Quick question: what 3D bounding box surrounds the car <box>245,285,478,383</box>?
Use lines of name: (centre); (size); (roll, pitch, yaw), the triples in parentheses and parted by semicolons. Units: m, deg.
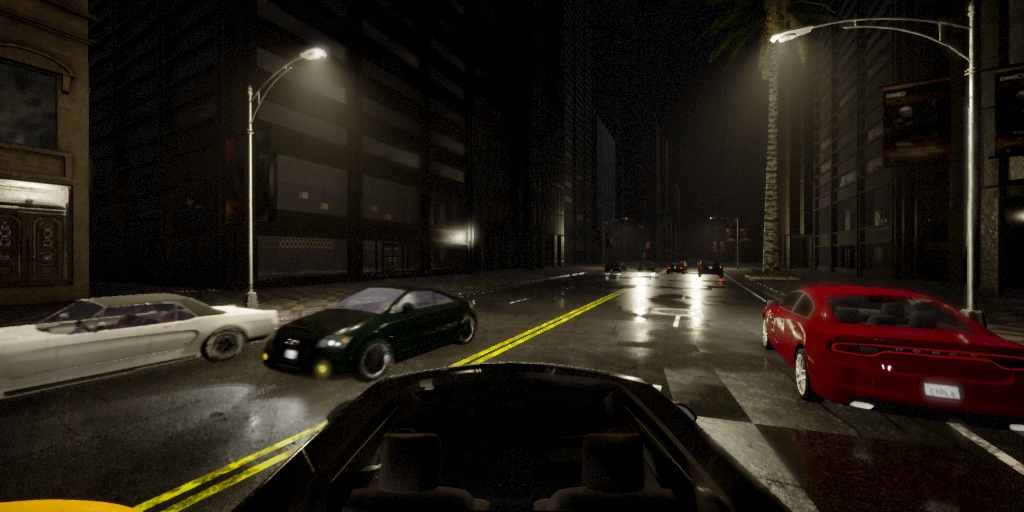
car: (-2.468, 1.314, 7.250); (1.994, 1.385, 4.181); (0, 0, 27)

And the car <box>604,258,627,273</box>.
car: (12.752, 1.317, 43.920); (2.033, 1.411, 5.357); (0, 0, 27)

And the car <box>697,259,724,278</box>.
car: (19.295, 1.118, 34.925); (2.097, 1.767, 4.553); (0, 0, 27)

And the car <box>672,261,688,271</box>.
car: (23.545, 1.381, 50.245); (1.895, 1.301, 4.718); (0, 0, 27)

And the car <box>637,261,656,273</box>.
car: (16.998, 1.298, 45.062); (1.812, 1.442, 4.674); (0, 0, 27)

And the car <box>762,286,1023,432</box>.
car: (5.514, 1.228, 5.852); (1.882, 1.535, 5.008); (0, 0, 27)

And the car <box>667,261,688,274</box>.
car: (18.656, 1.317, 40.748); (2.033, 1.411, 5.357); (0, 0, 27)

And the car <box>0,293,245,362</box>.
car: (-6.799, 1.351, 5.939); (1.895, 1.301, 4.718); (0, 0, 27)
